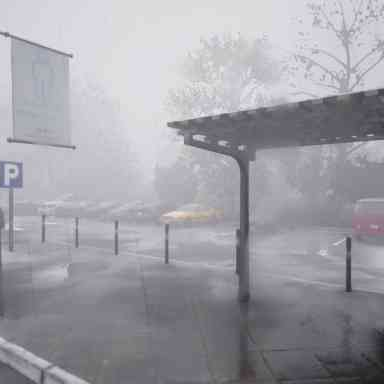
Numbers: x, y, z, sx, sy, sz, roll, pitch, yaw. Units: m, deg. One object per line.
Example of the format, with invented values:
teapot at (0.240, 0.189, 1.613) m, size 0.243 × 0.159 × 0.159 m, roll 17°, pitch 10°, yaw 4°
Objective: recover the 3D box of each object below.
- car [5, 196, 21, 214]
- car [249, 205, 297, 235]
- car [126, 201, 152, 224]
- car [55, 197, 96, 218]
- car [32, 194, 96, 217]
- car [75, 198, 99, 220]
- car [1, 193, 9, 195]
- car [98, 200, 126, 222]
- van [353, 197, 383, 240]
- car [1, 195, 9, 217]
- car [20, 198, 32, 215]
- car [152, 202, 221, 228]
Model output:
car at (-15.696, 1.455, 33.932) m, size 2.097 × 1.535 × 5.008 m, roll 0°, pitch 0°, yaw 36°
car at (4.617, 1.514, 19.389) m, size 2.163 × 1.488 × 4.792 m, roll 0°, pitch 0°, yaw 36°
car at (-2.125, 1.505, 24.278) m, size 2.163 × 1.488 × 4.792 m, roll 0°, pitch 0°, yaw 36°
car at (-8.914, 1.466, 29.099) m, size 2.097 × 1.535 × 5.008 m, roll 0°, pitch 0°, yaw 36°
car at (-11.192, 1.212, 30.685) m, size 2.435 × 2.045 × 5.566 m, roll 0°, pitch 0°, yaw 36°
car at (-6.655, 1.469, 27.485) m, size 2.097 × 1.535 × 5.008 m, roll 0°, pitch 0°, yaw 36°
car at (-24.746, 1.154, 40.369) m, size 2.435 × 2.045 × 5.566 m, roll 0°, pitch 0°, yaw 36°
car at (-4.396, 1.474, 25.872) m, size 2.231 × 1.521 × 4.892 m, roll 0°, pitch 0°, yaw 36°
van at (9.217, 1.264, 16.281) m, size 1.878 × 1.987 × 4.442 m, roll 0°, pitch 0°, yaw 36°
car at (-17.846, 1.444, 35.701) m, size 1.946 × 1.575 × 5.366 m, roll 0°, pitch 0°, yaw 36°
car at (-13.437, 1.462, 32.316) m, size 2.231 × 1.521 × 4.892 m, roll 0°, pitch 0°, yaw 36°
car at (0.008, 1.475, 22.489) m, size 1.946 × 1.575 × 5.366 m, roll 0°, pitch 0°, yaw 36°
